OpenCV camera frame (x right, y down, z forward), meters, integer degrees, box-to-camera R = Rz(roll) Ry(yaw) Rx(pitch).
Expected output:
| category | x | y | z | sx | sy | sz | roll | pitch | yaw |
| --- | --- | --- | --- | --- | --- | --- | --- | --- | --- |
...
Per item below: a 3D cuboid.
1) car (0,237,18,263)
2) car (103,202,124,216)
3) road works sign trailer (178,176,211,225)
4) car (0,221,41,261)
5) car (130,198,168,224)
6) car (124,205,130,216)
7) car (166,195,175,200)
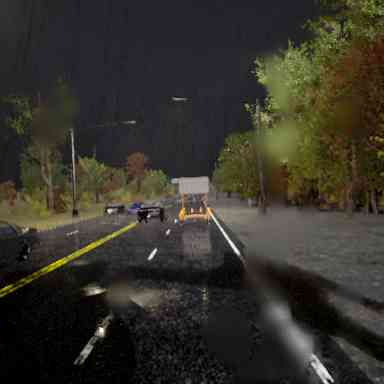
| category | x | y | z | sx | sy | sz | roll | pitch | yaw |
| --- | --- | --- | --- | --- | --- | --- | --- | --- | --- |
| car | -3.128 | 1.557 | 1.780 | 1.882 | 1.535 | 5.008 | -4 | 3 | -1 |
| car | -9.412 | 2.037 | 40.672 | 2.128 | 1.511 | 4.902 | -3 | 0 | 1 |
| road works sign trailer | 0.194 | 0.571 | 25.745 | 2.380 | 3.560 | 2.880 | -3 | 0 | 1 |
| car | -6.457 | 1.580 | 9.784 | 2.033 | 1.411 | 5.357 | 0 | 0 | 1 |
| car | -2.961 | 1.590 | 25.483 | 2.128 | 1.511 | 4.902 | -6 | -3 | 1 |
| car | -6.193 | 1.925 | 38.795 | 1.812 | 1.442 | 4.674 | -3 | 0 | 1 |
| car | -5.300 | 1.490 | 80.281 | 2.097 | 1.767 | 4.553 | -3 | 0 | 1 |
